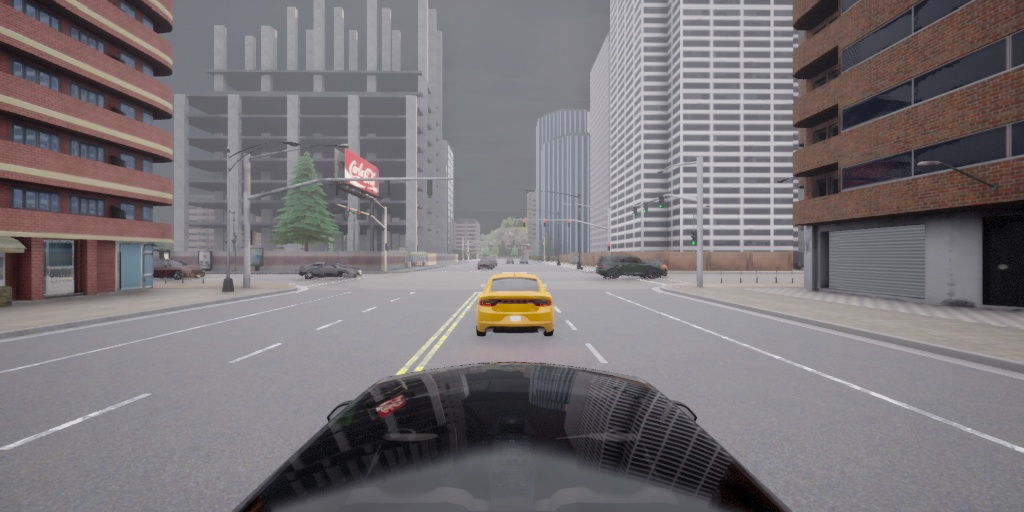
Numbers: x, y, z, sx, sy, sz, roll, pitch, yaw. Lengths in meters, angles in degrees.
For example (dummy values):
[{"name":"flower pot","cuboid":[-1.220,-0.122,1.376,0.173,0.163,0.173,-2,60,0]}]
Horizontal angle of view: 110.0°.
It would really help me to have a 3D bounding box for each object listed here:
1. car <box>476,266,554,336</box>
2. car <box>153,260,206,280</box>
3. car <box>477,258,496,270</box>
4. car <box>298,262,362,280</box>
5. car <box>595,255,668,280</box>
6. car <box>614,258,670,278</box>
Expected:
[{"name":"car","cuboid":[0.061,1.228,10.389,1.882,1.535,5.008,0,0,0]},{"name":"car","cuboid":[-28.617,1.105,30.175,4.553,1.767,2.097,0,0,-1]},{"name":"car","cuboid":[-3.887,1.102,52.658,2.097,1.767,4.553,0,0,0]},{"name":"car","cuboid":[-15.423,1.242,30.512,4.902,1.511,2.128,0,0,-4]},{"name":"car","cuboid":[9.926,0.971,30.608,5.566,2.045,2.150,0,0,-1]},{"name":"car","cuboid":[12.312,1.103,34.080,4.553,1.767,2.097,0,0,-4]}]
